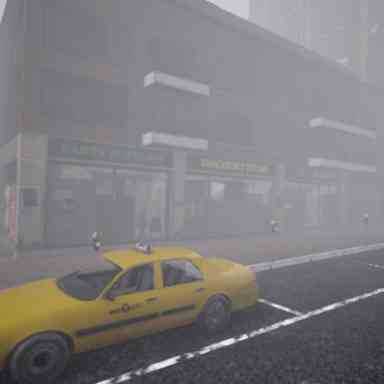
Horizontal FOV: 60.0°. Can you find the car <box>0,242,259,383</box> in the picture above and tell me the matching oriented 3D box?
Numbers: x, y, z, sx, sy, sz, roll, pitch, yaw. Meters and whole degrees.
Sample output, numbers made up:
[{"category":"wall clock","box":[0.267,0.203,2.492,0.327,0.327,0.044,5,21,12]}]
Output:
[{"category":"car","box":[-1.029,1.540,5.334,4.829,1.417,1.752,0,1,-35]}]
